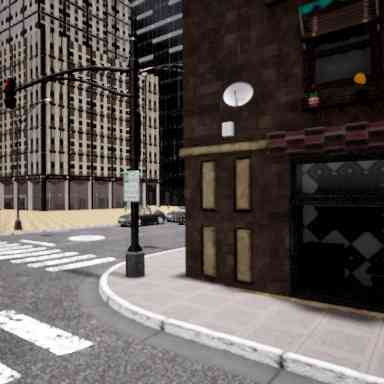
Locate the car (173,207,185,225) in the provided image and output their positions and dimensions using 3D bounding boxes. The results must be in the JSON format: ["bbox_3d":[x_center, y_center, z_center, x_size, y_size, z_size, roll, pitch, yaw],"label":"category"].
[{"bbox_3d":[0.678,1.978,27.987,2.033,1.411,5.357,-1,-1,35],"label":"car"}]

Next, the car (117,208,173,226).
[{"bbox_3d":[-3.905,1.953,26.222,2.008,1.369,4.403,-2,-2,35],"label":"car"}]

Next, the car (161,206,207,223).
[{"bbox_3d":[-0.697,2.034,30.774,2.008,1.369,4.403,-2,-2,35],"label":"car"}]
